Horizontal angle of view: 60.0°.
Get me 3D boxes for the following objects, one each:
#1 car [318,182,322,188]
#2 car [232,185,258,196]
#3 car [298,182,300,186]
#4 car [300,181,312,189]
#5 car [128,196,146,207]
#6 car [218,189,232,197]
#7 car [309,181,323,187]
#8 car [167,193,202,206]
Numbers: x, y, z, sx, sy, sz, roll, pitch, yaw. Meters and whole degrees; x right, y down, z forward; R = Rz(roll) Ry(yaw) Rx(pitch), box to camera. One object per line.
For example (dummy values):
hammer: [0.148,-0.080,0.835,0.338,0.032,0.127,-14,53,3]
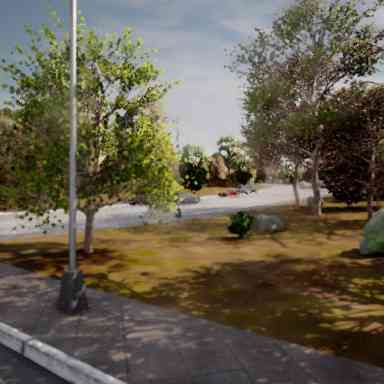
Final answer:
car: [31.075,-1.417,79.295,1.895,1.301,4.718,0,3,13]
car: [9.087,-0.437,54.537,2.097,1.767,4.553,0,3,38]
car: [29.679,-2.113,89.498,1.812,1.442,4.674,0,3,3]
car: [27.535,-1.463,79.595,1.812,1.442,4.674,0,3,13]
car: [-5.611,0.672,41.767,2.150,2.045,5.566,0,2,38]
car: [6.306,0.187,56.666,1.895,1.301,4.718,0,3,38]
car: [33.158,-2.105,89.102,2.128,1.511,4.902,0,3,3]
car: [-0.978,0.885,41.979,2.033,1.411,5.357,0,3,38]
